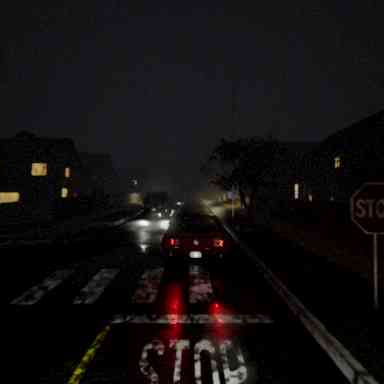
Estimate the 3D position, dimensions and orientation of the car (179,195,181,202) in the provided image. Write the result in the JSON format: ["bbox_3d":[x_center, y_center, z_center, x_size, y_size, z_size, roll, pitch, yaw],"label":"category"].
[{"bbox_3d":[-2.809,1.060,58.031,2.033,1.411,5.357,0,0,1],"label":"car"}]

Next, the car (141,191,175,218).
[{"bbox_3d":[-2.862,0.952,27.673,2.150,2.045,5.566,0,1,0],"label":"car"}]

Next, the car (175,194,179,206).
[{"bbox_3d":[-2.864,1.191,38.151,2.033,1.411,5.357,0,1,0],"label":"car"}]

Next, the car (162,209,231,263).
[{"bbox_3d":[0.120,1.429,11.222,1.895,1.301,4.718,1,-1,0],"label":"car"}]
